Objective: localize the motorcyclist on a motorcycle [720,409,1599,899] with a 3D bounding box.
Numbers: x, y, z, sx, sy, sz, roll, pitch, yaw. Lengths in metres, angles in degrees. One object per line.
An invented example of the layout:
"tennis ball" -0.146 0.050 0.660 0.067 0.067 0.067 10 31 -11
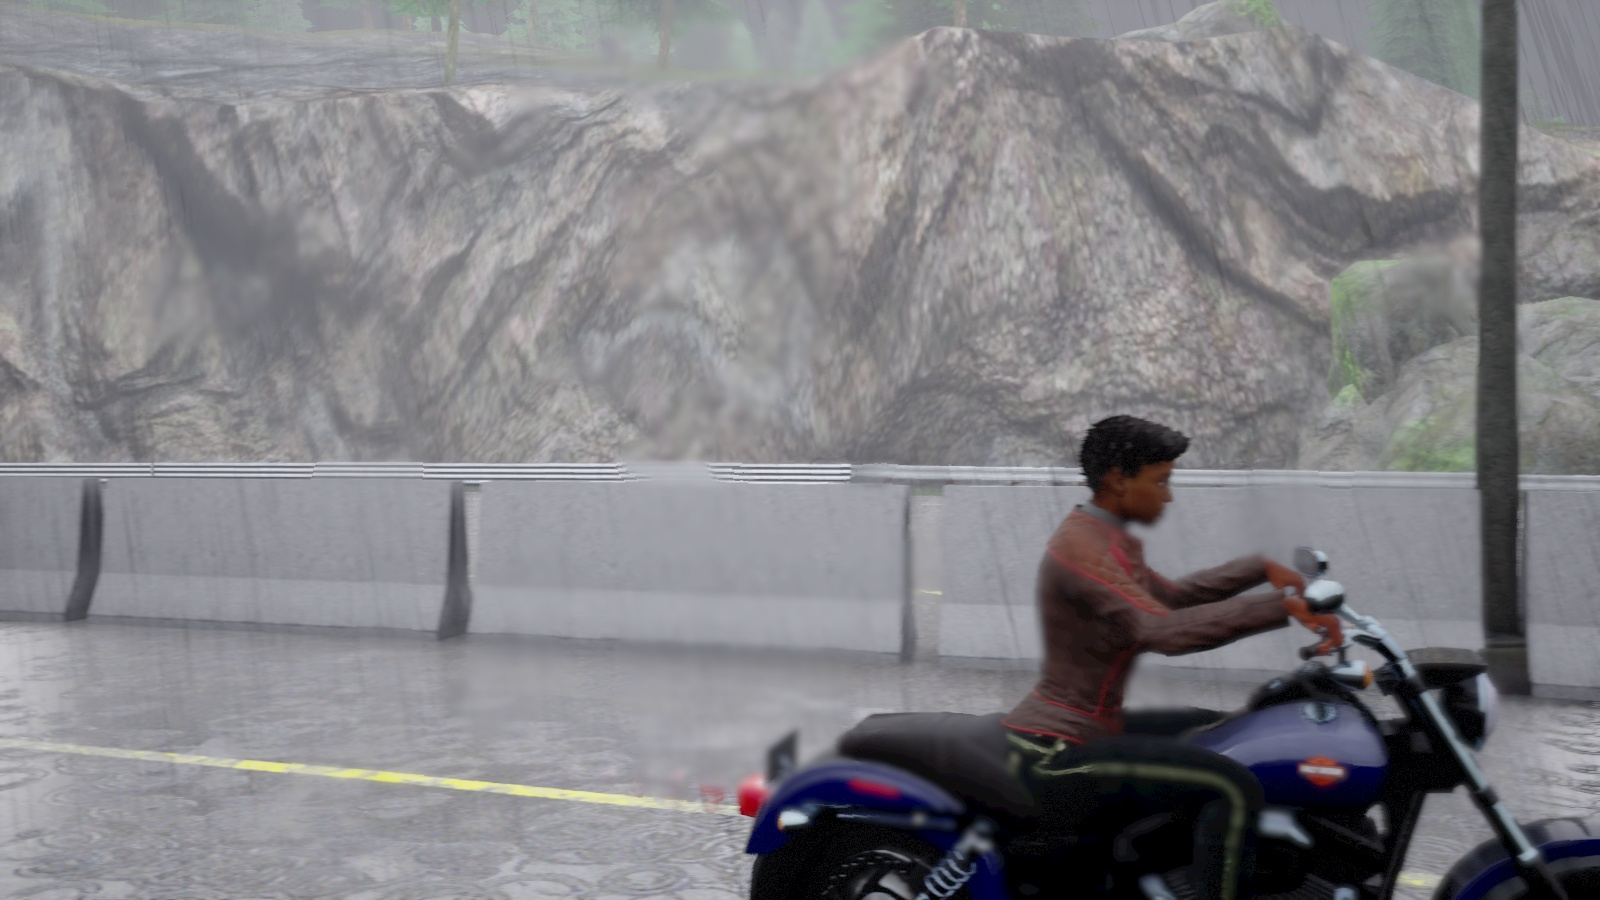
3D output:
"motorcyclist on a motorcycle" 1.050 0.734 2.896 2.350 1.649 0.766 1 2 19
